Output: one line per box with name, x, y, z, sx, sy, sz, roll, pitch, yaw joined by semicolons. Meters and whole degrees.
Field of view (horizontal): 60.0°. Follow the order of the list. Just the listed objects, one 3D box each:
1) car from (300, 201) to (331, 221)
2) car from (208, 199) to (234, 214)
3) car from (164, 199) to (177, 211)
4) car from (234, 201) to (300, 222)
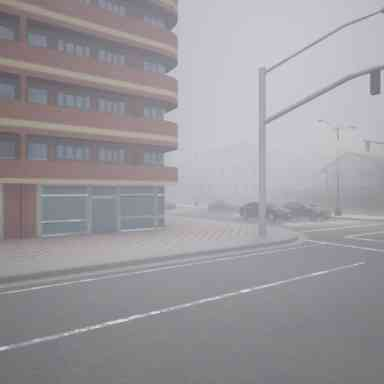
car;9.310;1.526;27.939;1.812;1.442;4.674;0;0;-34
car;3.605;1.525;36.230;1.812;1.442;4.674;0;0;-35
car;-3.914;1.547;40.953;2.033;1.411;5.357;0;0;-35
car;5.875;1.505;26.734;1.837;1.490;4.892;0;0;-34
